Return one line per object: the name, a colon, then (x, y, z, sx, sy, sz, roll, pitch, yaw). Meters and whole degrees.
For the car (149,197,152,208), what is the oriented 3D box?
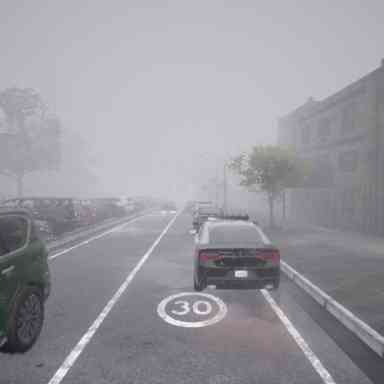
car: (-9.032, 1.826, 48.563, 5.366, 1.575, 1.946, 0, -1, 0)

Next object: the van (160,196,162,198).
van: (-8.742, 1.810, 65.384, 4.442, 1.987, 1.878, 0, -1, 0)

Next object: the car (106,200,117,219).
car: (-8.826, 1.608, 26.141, 4.892, 1.521, 2.231, 0, -1, 0)

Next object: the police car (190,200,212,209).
police car: (0.991, 1.559, 25.215, 1.930, 1.638, 5.238, 0, -1, 0)

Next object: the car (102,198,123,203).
car: (-22.144, 2.371, 92.867, 5.366, 1.575, 1.946, 0, -1, 0)

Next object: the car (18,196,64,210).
car: (-21.897, 1.576, 48.333, 5.566, 2.045, 2.435, 0, -1, 0)

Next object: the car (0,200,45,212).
car: (-21.917, 1.765, 42.762, 5.008, 1.535, 2.097, 0, -1, 0)

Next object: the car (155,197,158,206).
car: (-8.824, 1.962, 56.972, 4.792, 1.488, 2.163, 0, -1, 0)

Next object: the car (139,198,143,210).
car: (-8.812, 1.766, 40.155, 4.792, 1.488, 2.163, 0, -1, 0)

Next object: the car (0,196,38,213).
car: (-21.892, 1.484, 39.978, 5.566, 2.045, 2.435, 0, -1, 0)

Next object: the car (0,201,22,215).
car: (-21.947, 1.738, 37.192, 4.792, 1.488, 2.163, 0, -1, 0)

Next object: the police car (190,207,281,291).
police car: (0.981, 1.431, 9.187, 1.930, 1.638, 5.238, 0, 0, 0)

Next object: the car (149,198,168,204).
car: (-8.868, 2.312, 87.806, 4.892, 1.521, 2.231, 0, -1, 0)

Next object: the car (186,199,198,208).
car: (0.041, 2.060, 59.947, 1.994, 1.385, 4.181, 0, -1, 0)

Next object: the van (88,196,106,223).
van: (-8.716, 1.356, 23.339, 4.442, 1.987, 1.878, 0, -1, 0)

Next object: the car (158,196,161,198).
car: (-8.852, 2.001, 62.578, 5.008, 1.535, 2.097, 0, -1, 0)

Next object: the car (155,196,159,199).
car: (-8.826, 1.996, 59.775, 4.792, 1.488, 2.163, 0, -1, 0)

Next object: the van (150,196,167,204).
van: (-8.993, 2.119, 90.612, 4.442, 1.987, 1.878, 0, -1, 0)

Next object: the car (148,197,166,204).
car: (-8.904, 2.151, 85.005, 4.553, 1.767, 2.185, 0, -1, 0)

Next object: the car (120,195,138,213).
car: (-8.865, 1.432, 34.553, 5.566, 2.045, 2.435, 0, -1, 0)

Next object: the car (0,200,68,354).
car: (-3.348, 1.218, 3.186, 2.150, 2.045, 5.566, 0, 0, 0)

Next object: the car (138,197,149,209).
car: (-8.840, 1.796, 45.763, 5.008, 1.535, 2.097, 0, -1, 0)

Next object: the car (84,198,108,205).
car: (-21.952, 2.171, 76.213, 4.892, 1.521, 2.231, 0, -1, 0)

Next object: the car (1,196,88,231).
car: (-8.861, 1.283, 17.735, 5.566, 2.045, 2.435, 0, 0, 0)

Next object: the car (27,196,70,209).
car: (-21.900, 1.609, 50.994, 5.566, 2.045, 2.435, 0, -1, 0)

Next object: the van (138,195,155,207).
van: (-8.734, 1.672, 54.172, 4.442, 1.987, 1.878, 0, -1, 0)

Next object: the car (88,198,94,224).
car: (-8.800, 1.431, 20.534, 4.553, 1.767, 2.185, 0, -1, 0)

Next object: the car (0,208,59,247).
car: (-8.841, 1.514, 14.927, 4.892, 1.521, 2.231, 0, 0, 0)

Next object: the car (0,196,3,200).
car: (-8.869, 1.232, 9.325, 5.566, 2.045, 2.435, 0, 0, 0)

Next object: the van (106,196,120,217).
van: (-8.950, 1.407, 28.946, 4.442, 1.987, 1.878, 0, -1, 0)

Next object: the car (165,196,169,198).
car: (-8.838, 1.922, 76.597, 5.566, 2.045, 2.435, 0, -1, 0)

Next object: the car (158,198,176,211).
car: (-3.220, 1.896, 46.045, 1.994, 1.385, 4.181, 0, -1, 0)

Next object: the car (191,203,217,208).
car: (0.988, 1.584, 19.095, 1.837, 1.490, 4.892, 0, -1, 0)

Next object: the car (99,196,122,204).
car: (-21.985, 2.089, 90.095, 5.566, 2.045, 2.435, 0, -1, 0)

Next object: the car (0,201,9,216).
car: (-21.887, 1.713, 34.407, 4.792, 1.488, 2.163, 0, -1, 0)

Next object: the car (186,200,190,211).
car: (0.072, 1.882, 46.267, 2.033, 1.411, 5.357, 0, -1, 1)

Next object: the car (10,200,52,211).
car: (-21.922, 1.833, 45.422, 4.674, 1.452, 2.002, 0, -1, 0)

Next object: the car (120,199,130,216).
car: (-8.830, 1.658, 31.747, 5.008, 1.535, 2.097, 0, -1, 0)
